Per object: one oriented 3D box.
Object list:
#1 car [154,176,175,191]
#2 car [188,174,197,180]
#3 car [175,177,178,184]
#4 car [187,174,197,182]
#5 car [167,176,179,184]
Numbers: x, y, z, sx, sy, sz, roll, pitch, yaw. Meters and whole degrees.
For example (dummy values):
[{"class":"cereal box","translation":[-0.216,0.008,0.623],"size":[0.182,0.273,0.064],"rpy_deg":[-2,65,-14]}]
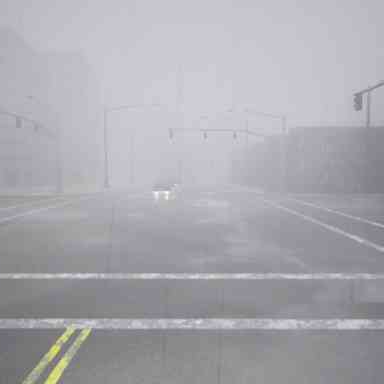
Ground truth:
[{"class":"car","translation":[-3.576,-0.906,41.404],"size":[1.994,1.385,4.181],"rpy_deg":[0,4,0]},{"class":"car","translation":[0.042,-3.586,80.708],"size":[2.033,1.411,5.357],"rpy_deg":[0,4,0]},{"class":"car","translation":[-3.567,-1.620,51.312],"size":[1.837,1.490,4.892],"rpy_deg":[0,4,0]},{"class":"car","translation":[0.037,-2.874,70.880],"size":[1.994,1.385,4.181],"rpy_deg":[0,4,0]},{"class":"car","translation":[-3.533,-2.194,61.431],"size":[1.895,1.301,4.718],"rpy_deg":[0,4,0]}]
